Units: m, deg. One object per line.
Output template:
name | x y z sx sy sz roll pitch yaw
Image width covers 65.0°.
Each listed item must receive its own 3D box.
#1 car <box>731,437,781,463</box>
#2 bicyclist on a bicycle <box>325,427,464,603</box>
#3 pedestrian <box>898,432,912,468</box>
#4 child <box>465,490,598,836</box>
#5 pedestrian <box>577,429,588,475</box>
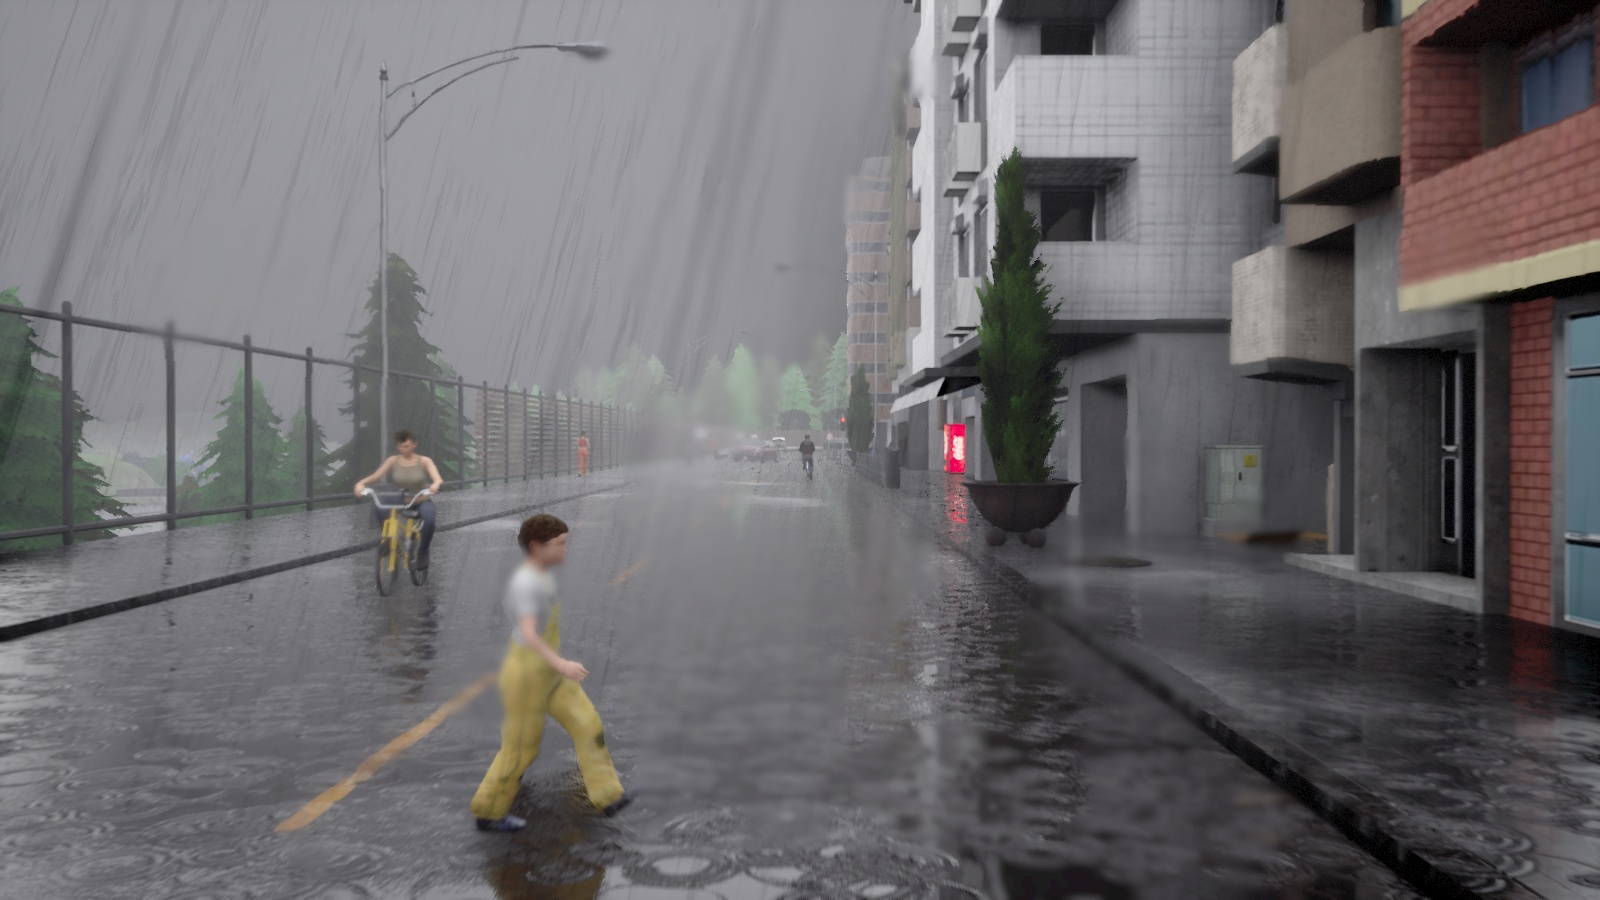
car | -3.062 -0.036 87.986 2.097 1.767 4.553 0 0 17
bicyclist on a bicycle | -3.916 0.591 12.263 0.866 1.612 1.509 0 0 0
pedestrian | 5.440 -0.010 64.832 0.634 1.844 0.899 0 0 10
child | -1.015 0.791 4.776 0.437 1.263 0.270 0 0 5
pedestrian | -8.637 0.087 49.934 0.345 1.836 0.594 0 0 -2
